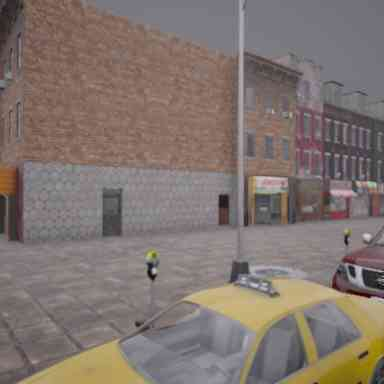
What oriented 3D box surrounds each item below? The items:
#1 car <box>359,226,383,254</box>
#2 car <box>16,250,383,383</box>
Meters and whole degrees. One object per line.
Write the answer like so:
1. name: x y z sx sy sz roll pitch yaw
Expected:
1. car: 4.860 1.385 6.622 5.009 1.841 2.192 1 -1 -38
2. car: 0.431 1.546 3.157 4.829 1.417 1.752 1 -1 -38
